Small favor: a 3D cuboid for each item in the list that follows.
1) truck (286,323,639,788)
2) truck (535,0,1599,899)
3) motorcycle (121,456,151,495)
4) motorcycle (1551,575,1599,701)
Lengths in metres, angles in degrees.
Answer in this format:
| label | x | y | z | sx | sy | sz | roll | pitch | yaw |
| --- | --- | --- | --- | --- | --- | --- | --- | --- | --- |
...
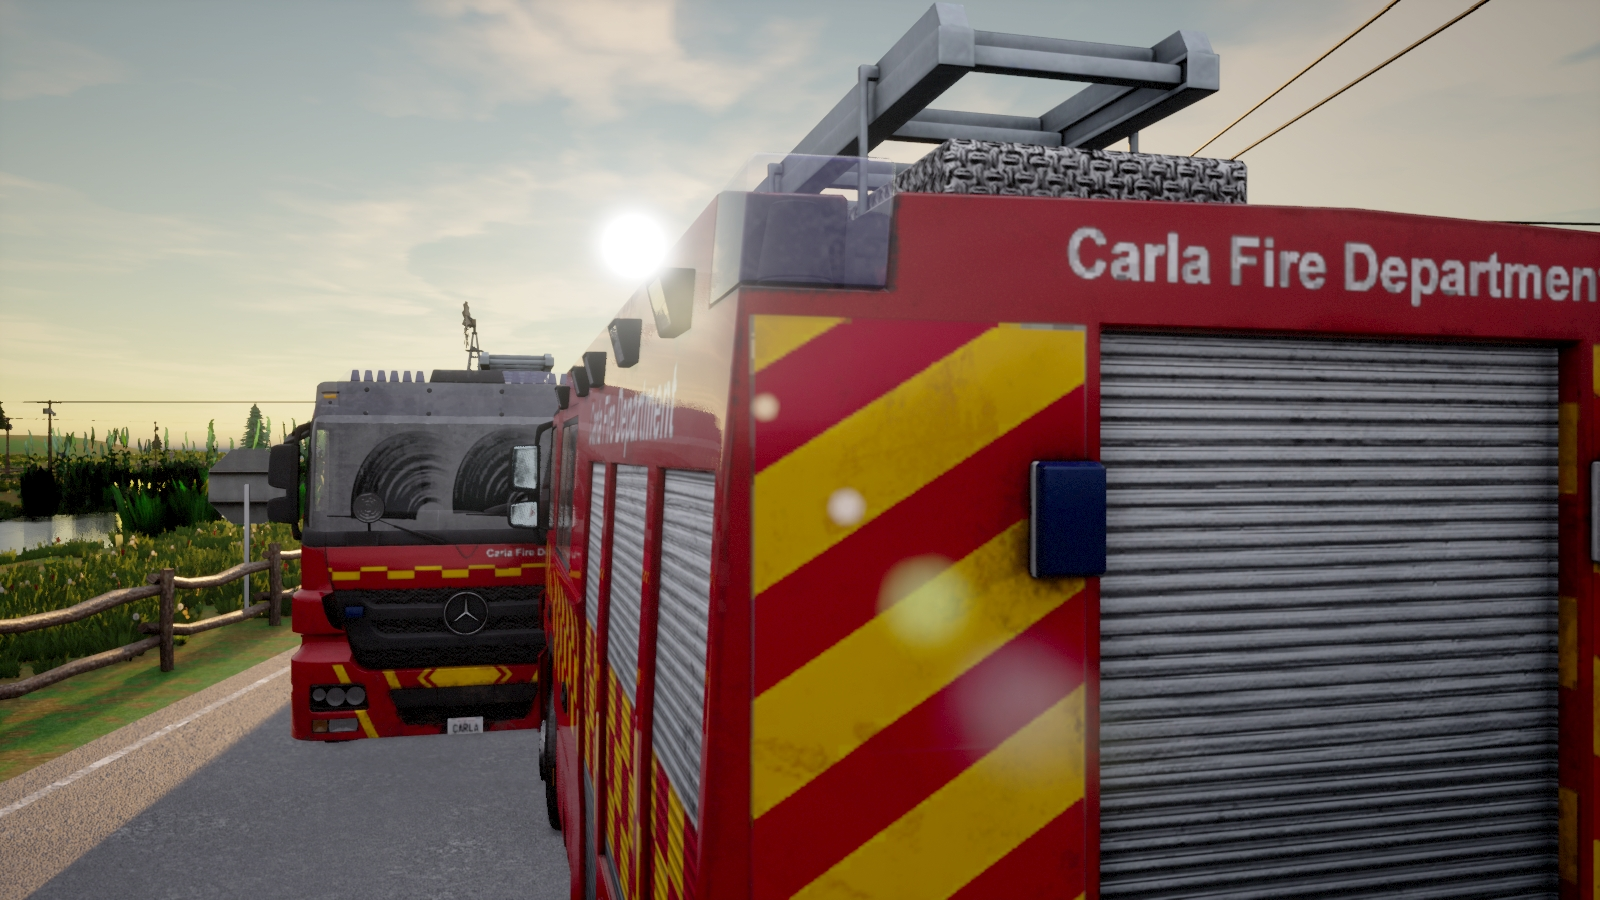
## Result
| label | x | y | z | sx | sy | sz | roll | pitch | yaw |
| --- | --- | --- | --- | --- | --- | --- | --- | --- | --- |
| truck | -3.911 | 0.862 | 13.873 | 2.891 | 3.827 | 8.468 | 0 | 0 | -15 |
| truck | 0.028 | 0.867 | 6.873 | 2.891 | 3.827 | 8.468 | 0 | 0 | -15 |
| motorcycle | -41.335 | 1.577 | 71.178 | 0.803 | 2.348 | 2.033 | 0 | 0 | -4 |
| motorcycle | 9.786 | 2.142 | 13.125 | 1.805 | 1.316 | 0.856 | 0 | 0 | -7 |
